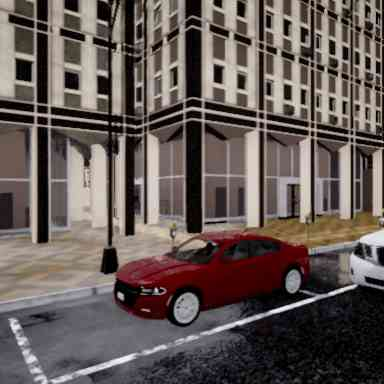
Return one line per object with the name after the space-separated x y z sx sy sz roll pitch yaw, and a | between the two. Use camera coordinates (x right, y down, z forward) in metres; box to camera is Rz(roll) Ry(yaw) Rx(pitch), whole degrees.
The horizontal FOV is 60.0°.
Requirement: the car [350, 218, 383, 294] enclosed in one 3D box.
5.921 1.185 7.596 5.566 2.045 2.150 0 0 -35 | car

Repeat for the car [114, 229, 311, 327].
0.615 1.528 6.995 4.507 1.381 1.887 0 0 -35 | car
